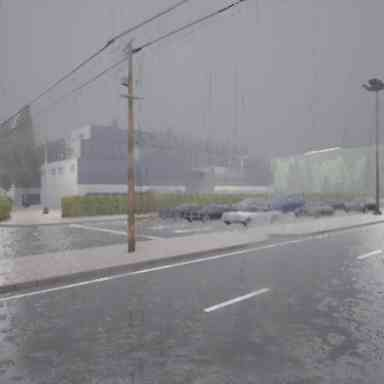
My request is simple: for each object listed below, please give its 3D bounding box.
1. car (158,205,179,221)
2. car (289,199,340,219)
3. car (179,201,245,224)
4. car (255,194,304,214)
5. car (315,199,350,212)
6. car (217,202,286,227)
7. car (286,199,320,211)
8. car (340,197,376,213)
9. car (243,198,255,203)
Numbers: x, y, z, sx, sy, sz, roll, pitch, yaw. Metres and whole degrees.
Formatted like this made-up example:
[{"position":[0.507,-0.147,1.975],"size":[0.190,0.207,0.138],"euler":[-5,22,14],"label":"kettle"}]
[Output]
[{"position":[-0.559,1.663,28.267],"size":[4.718,1.301,1.895],"euler":[0,0,-41],"label":"car"},{"position":[10.706,1.543,28.897],"size":[4.181,1.385,1.994],"euler":[0,0,-42],"label":"car"},{"position":[1.613,1.641,25.527],"size":[4.718,1.301,1.895],"euler":[0,0,-41],"label":"car"},{"position":[8.846,1.221,31.933],"size":[5.566,2.045,2.150],"euler":[0,0,-42],"label":"car"},{"position":[16.365,1.557,38.673],"size":[4.718,1.301,1.895],"euler":[0,0,-42],"label":"car"},{"position":[4.230,1.617,23.171],"size":[4.718,1.301,1.895],"euler":[0,0,-41],"label":"car"},{"position":[13.740,1.581,41.020],"size":[4.718,1.301,1.895],"euler":[0,0,-42],"label":"car"},{"position":[18.163,1.289,35.586],"size":[4.553,1.767,2.097],"euler":[0,0,-42],"label":"car"},{"position":[6.079,1.376,34.151],"size":[4.553,1.767,2.097],"euler":[0,0,-42],"label":"car"}]
